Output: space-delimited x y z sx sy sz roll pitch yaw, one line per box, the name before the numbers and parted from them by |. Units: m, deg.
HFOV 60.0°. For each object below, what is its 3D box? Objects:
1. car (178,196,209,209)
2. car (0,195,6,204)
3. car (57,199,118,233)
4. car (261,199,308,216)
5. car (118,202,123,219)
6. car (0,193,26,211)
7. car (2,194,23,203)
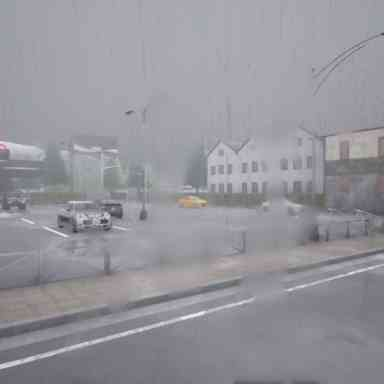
car | 0.155 1.298 42.029 1.882 1.535 5.008 0 0 -35
car | -39.629 1.495 65.801 4.611 1.667 2.242 0 0 -36
car | -5.731 1.247 17.595 1.970 1.475 3.806 0 0 -36
car | 8.397 1.346 30.482 1.812 1.442 4.674 0 0 -36
car | -6.864 1.312 25.457 2.007 1.523 4.514 0 0 -36
car | -20.255 1.091 37.855 1.905 1.878 3.866 0 0 -36
car | -39.404 1.327 72.930 3.866 1.878 1.905 0 0 -36
